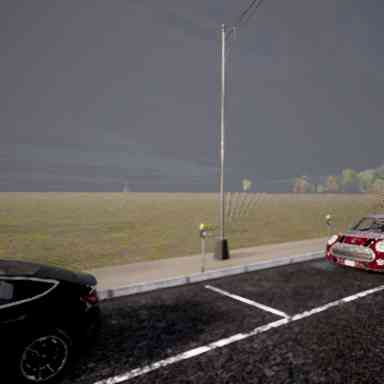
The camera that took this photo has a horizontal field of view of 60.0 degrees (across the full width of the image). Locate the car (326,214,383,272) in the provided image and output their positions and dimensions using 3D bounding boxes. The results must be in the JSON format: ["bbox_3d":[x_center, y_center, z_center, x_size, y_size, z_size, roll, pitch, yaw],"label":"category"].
[{"bbox_3d":[5.999,1.441,10.369,4.097,1.590,1.967,0,1,-36],"label":"car"}]

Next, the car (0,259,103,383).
[{"bbox_3d":[-3.206,1.566,3.801,4.313,1.339,1.947,0,1,-36],"label":"car"}]
